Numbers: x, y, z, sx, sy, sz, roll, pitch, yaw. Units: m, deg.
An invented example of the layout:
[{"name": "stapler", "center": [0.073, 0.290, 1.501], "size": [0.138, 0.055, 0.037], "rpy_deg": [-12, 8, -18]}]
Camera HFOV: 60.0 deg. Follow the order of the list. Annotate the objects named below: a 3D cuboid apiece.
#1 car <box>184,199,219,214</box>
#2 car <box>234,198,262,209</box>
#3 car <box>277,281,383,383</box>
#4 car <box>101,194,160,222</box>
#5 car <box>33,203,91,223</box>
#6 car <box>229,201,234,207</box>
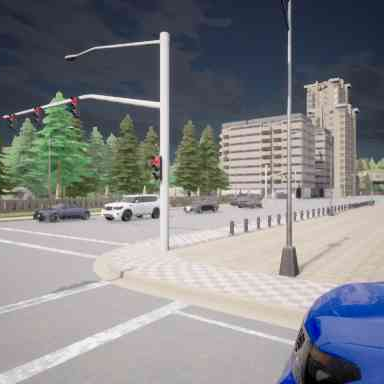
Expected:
[{"name": "car", "center": [1.045, 1.491, 35.296], "size": [2.128, 1.511, 4.902], "rpy_deg": [0, 0, 36]}, {"name": "car", "center": [7.833, 1.564, 44.777], "size": [1.994, 1.385, 4.181], "rpy_deg": [0, 0, 36]}, {"name": "car", "center": [3.280, 1.221, 1.626], "size": [5.566, 2.045, 2.150], "rpy_deg": [0, 0, 36]}, {"name": "car", "center": [-4.720, 1.221, 27.217], "size": [2.150, 2.045, 5.566], "rpy_deg": [0, 0, 35]}, {"name": "car", "center": [-10.013, 1.564, 25.824], "size": [1.994, 1.385, 4.181], "rpy_deg": [0, 0, 36]}, {"name": "car", "center": [7.753, 1.547, 50.642], "size": [2.033, 1.411, 5.357], "rpy_deg": [0, 0, 36]}]
